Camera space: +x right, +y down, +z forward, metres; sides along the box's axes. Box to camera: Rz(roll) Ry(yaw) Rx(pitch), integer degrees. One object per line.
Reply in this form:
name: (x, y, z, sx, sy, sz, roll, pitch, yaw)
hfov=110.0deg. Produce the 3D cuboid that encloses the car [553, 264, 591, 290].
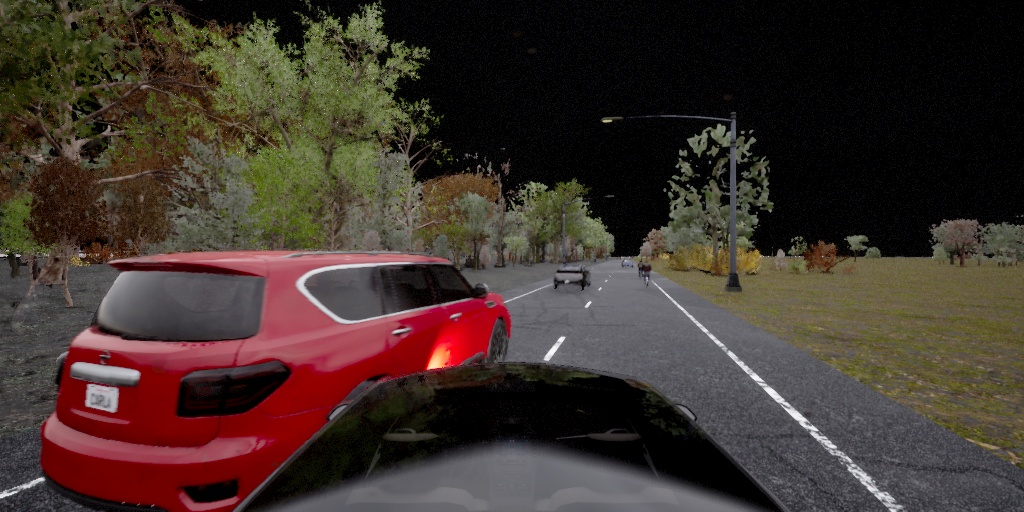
car: (3.861, 1.245, 22.541, 2.128, 1.511, 4.902, 0, 0, 18)

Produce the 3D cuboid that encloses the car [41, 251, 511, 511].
car: (-1.744, 0.972, 4.788, 2.150, 2.045, 5.566, 0, 0, 18)

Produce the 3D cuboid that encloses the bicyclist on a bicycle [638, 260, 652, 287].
bicyclist on a bicycle: (8.384, 1.125, 22.366, 0.659, 1.776, 1.843, 0, 0, 17)
